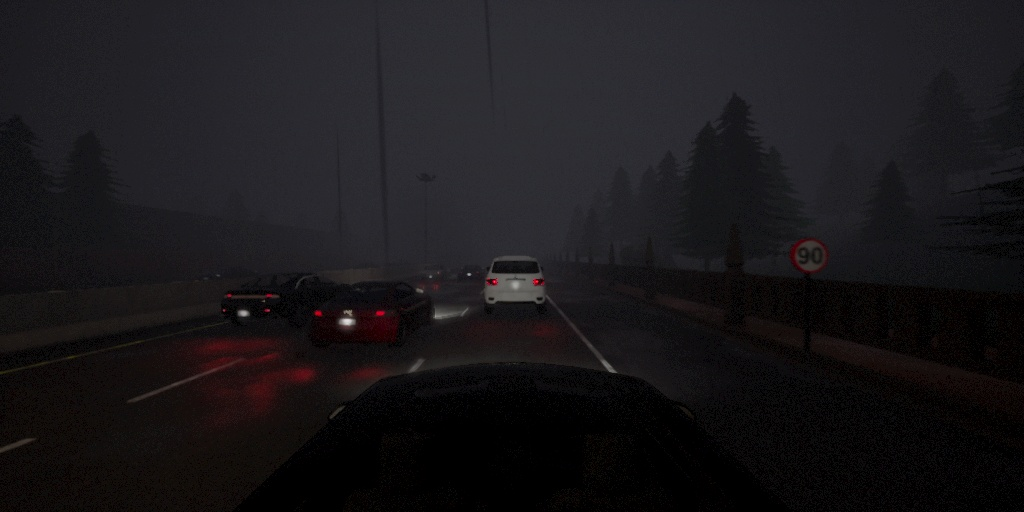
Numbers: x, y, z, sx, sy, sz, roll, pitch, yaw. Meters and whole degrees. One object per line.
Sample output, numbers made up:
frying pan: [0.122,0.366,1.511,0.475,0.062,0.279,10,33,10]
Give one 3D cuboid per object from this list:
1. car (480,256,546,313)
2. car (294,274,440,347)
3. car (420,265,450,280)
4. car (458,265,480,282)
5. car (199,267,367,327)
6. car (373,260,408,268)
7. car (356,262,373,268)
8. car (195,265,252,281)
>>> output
car: [0.121,1.020,14.461,2.150,2.045,5.566,0,0,0]
car: [-3.389,1.340,9.389,1.994,1.385,4.181,0,0,0]
car: [-6.840,1.459,32.437,1.895,1.301,4.718,0,0,0]
car: [-3.345,1.417,30.073,1.994,1.385,4.181,0,0,0]
car: [-6.884,1.273,11.635,2.128,1.511,4.902,0,0,0]
car: [-14.004,1.488,41.737,1.895,1.301,4.718,0,0,0]
car: [-17.492,1.455,43.360,1.994,1.385,4.181,0,0,0]
car: [-21.046,1.390,26.666,1.994,1.385,4.181,0,0,0]
